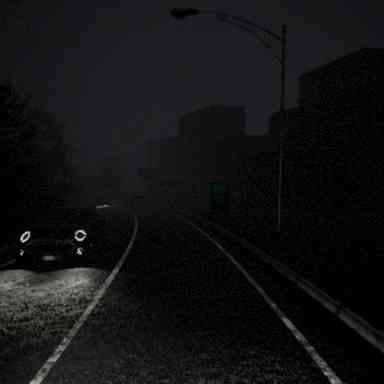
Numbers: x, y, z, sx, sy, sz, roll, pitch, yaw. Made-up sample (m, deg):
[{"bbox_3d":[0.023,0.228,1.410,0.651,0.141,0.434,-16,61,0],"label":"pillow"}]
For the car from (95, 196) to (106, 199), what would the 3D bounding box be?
[{"bbox_3d":[-14.652,1.416,53.531,2.033,1.411,5.357,-3,1,-22],"label":"car"}]

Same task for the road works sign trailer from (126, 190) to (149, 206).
[{"bbox_3d":[-7.616,0.526,45.872,2.380,2.880,3.560,-2,1,-26],"label":"road works sign trailer"}]

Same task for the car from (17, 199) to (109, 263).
[{"bbox_3d":[-4.320,1.296,11.769,2.097,1.767,4.553,-1,0,-6],"label":"car"}]

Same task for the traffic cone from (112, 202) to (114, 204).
[{"bbox_3d":[-12.547,1.735,54.076,0.340,0.580,0.340,-3,1,-22],"label":"traffic cone"}]
